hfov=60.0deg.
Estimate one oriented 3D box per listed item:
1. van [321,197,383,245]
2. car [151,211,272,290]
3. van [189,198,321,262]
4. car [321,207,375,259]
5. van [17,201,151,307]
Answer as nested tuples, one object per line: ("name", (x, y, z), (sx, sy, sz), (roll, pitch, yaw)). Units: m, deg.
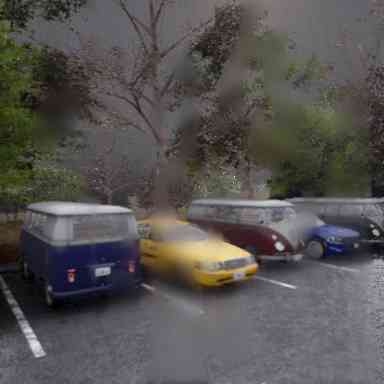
("van", (6.089, 1.256, 14.248), (1.878, 1.987, 4.442), (0, 0, -35))
("car", (-0.518, 1.471, 9.460), (1.946, 1.575, 5.366), (0, 0, -35))
("van", (1.697, 1.246, 11.120), (1.878, 1.987, 4.442), (0, 0, -35))
("car", (3.883, 1.469, 12.827), (2.097, 1.535, 5.008), (0, 0, -35))
("van", (-2.951, 1.251, 8.097), (1.878, 1.987, 4.442), (0, 0, -35))
